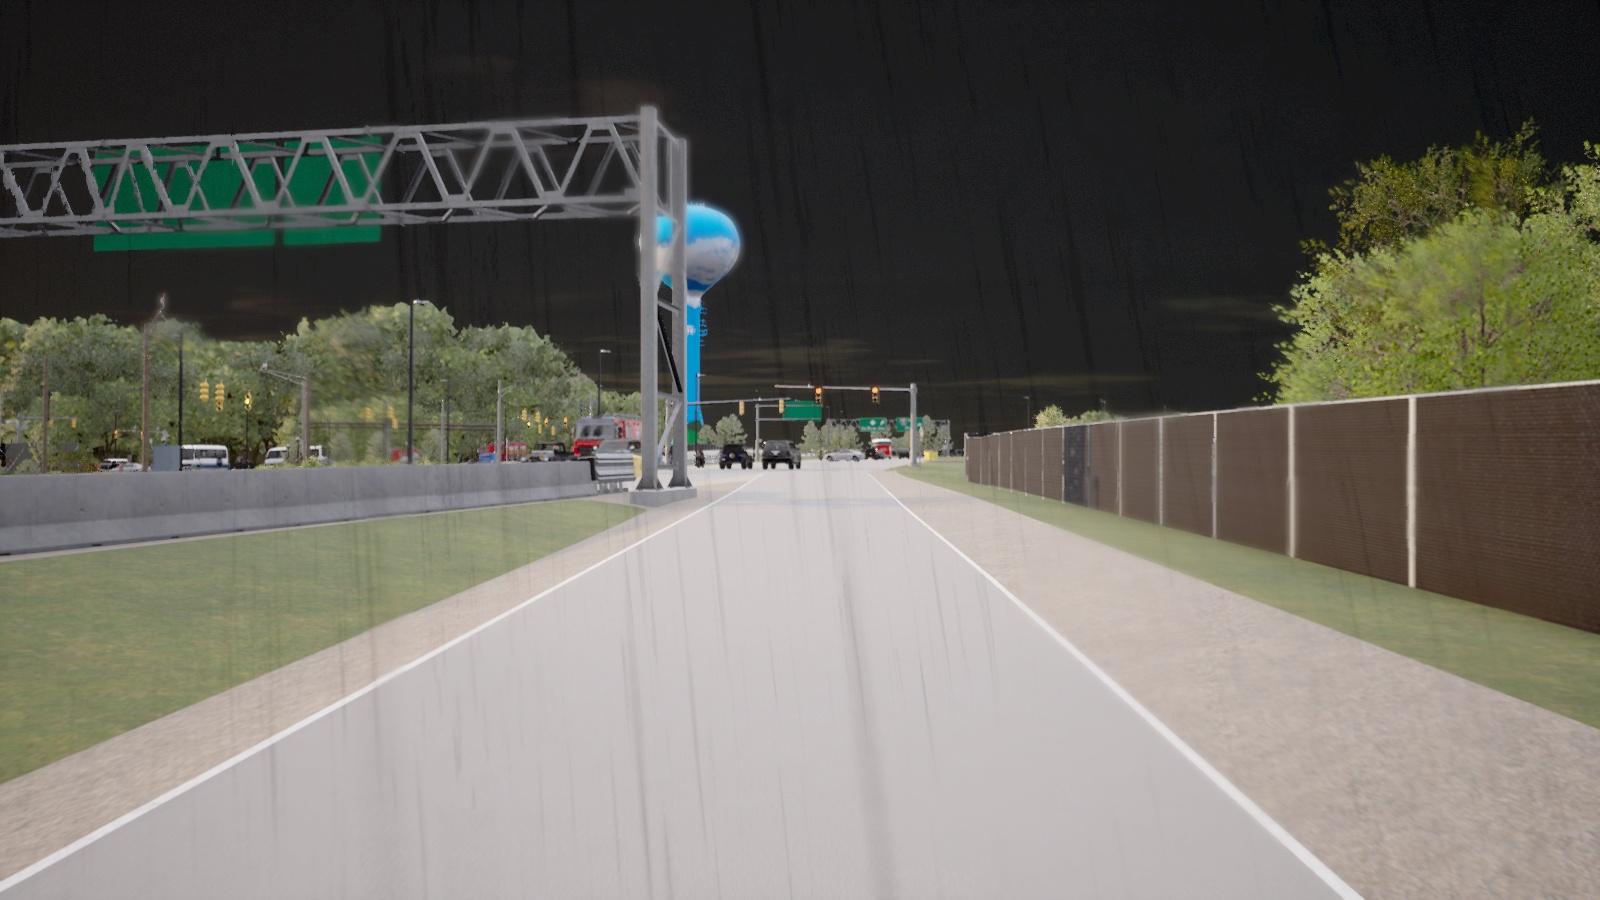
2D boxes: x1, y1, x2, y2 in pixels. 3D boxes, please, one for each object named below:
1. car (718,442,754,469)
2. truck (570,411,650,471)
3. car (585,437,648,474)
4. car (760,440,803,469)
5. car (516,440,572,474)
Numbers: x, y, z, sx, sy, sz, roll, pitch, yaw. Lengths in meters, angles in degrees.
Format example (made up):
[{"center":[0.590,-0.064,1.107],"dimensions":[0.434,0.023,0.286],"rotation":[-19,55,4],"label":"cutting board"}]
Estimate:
[{"center":[-4.577,0.400,90.362],"dimensions":[1.905,1.878,3.866],"rotation":[0,0,9],"label":"car"},{"center":[-12.599,-0.553,84.116],"dimensions":[2.891,3.827,8.468],"rotation":[0,0,9],"label":"truck"},{"center":[-10.660,0.308,73.469],"dimensions":[2.150,2.045,5.566],"rotation":[0,0,9],"label":"car"},{"center":[-1.265,0.313,88.862],"dimensions":[2.150,2.045,5.566],"rotation":[0,0,9],"label":"car"},{"center":[-14.514,0.390,71.376],"dimensions":[1.905,1.878,3.866],"rotation":[0,0,9],"label":"car"}]
